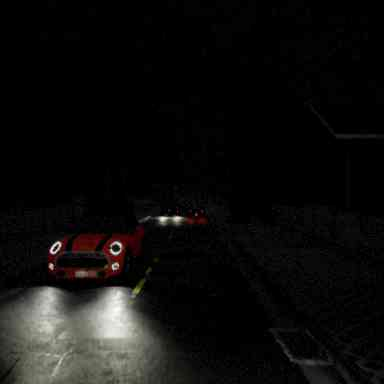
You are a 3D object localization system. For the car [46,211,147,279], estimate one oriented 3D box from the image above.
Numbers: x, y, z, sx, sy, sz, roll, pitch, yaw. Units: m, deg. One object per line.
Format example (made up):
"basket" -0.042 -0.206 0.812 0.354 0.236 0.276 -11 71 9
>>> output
"car" -2.742 1.468 10.520 2.097 1.767 4.553 0 -1 0

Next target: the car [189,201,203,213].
"car" 0.574 2.101 46.534 1.837 1.490 4.892 0 -1 1

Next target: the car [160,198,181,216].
"car" -2.455 1.703 39.075 2.150 2.045 5.566 0 -1 1

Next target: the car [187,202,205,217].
"car" 0.471 2.050 36.394 1.895 1.301 4.718 0 -1 1
